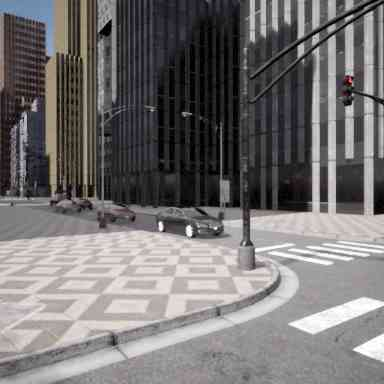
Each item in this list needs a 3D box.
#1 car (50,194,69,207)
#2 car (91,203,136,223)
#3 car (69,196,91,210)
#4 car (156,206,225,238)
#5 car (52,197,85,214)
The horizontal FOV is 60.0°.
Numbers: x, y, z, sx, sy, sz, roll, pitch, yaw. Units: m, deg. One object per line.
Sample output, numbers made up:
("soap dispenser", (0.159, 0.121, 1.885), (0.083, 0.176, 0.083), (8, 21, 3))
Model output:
("car", (-20.627, 1.367, 52.085), (2.150, 2.045, 5.566), (0, 0, -35))
("car", (-6.113, 1.597, 26.366), (1.812, 1.442, 4.674), (0, 0, -35))
("car", (-14.555, 1.623, 43.633), (1.837, 1.490, 4.892), (0, 0, -35))
("car", (-0.237, 1.545, 18.121), (1.837, 1.490, 4.892), (0, 0, -35))
("car", (-13.934, 1.635, 37.373), (1.812, 1.442, 4.674), (0, 0, -36))
